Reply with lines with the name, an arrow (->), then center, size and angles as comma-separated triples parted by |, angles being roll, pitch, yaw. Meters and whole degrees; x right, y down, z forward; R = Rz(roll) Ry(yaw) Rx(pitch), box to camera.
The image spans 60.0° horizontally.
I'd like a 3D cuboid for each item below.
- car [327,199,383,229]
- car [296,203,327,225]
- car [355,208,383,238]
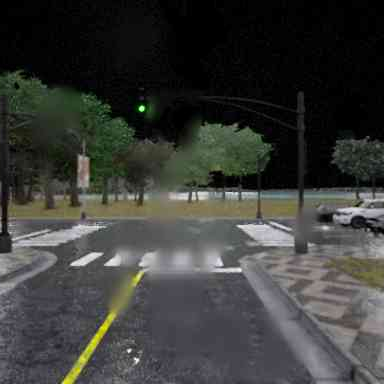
car -> 13.090, 1.525, 23.763 | 5.566, 2.045, 2.150 | 0, 0, 0
car -> 10.907, 1.683, 27.026 | 4.553, 1.767, 2.097 | 0, 0, 0
car -> 11.544, 1.741, 17.171 | 4.902, 1.511, 2.128 | 0, 0, 0
